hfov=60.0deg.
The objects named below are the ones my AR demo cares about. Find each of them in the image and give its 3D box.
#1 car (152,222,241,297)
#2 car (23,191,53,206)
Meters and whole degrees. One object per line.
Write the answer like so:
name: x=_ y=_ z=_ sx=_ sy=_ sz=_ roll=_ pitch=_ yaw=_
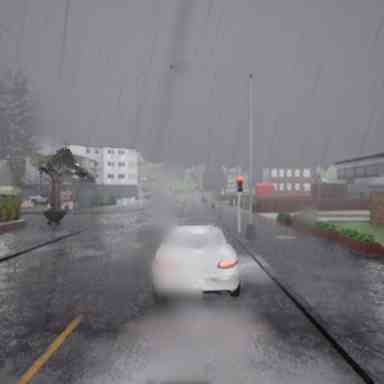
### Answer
car: x=0.097 y=1.493 z=8.392 sx=1.812 sy=1.442 sz=4.674 roll=0 pitch=0 yaw=0
car: x=-19.760 y=0.819 z=43.070 sx=1.905 sy=1.878 sz=3.866 roll=0 pitch=0 yaw=35
